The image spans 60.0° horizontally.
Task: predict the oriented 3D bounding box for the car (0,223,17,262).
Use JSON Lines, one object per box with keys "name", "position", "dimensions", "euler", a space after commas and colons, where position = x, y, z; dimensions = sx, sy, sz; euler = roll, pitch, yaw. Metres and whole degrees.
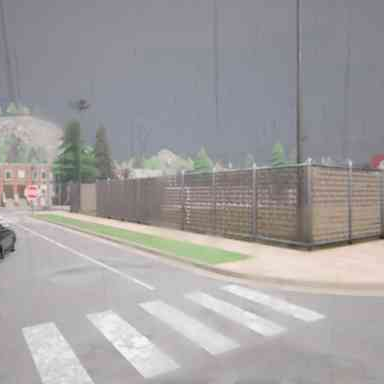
{"name": "car", "position": [-7.305, 1.618, 11.285], "dimensions": [1.994, 1.385, 4.181], "euler": [0, 0, -20]}
